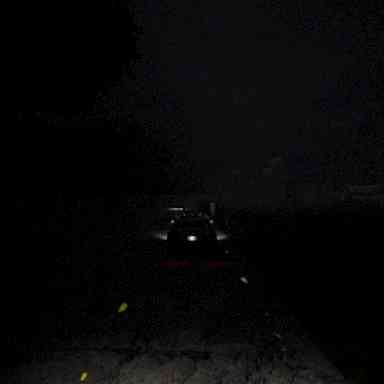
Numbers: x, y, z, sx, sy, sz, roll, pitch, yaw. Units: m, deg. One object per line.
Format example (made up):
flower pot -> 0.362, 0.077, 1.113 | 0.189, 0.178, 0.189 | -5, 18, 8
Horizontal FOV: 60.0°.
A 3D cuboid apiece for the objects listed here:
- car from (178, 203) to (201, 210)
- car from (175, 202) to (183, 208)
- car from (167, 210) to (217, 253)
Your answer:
car -> 0.011, 1.902, 29.112 | 1.895, 1.301, 4.718 | 0, -1, 0
car -> -2.726, 2.797, 70.968 | 1.895, 1.301, 4.718 | 0, -1, 0
car -> 0.006, 1.700, 14.290 | 1.994, 1.385, 4.181 | 0, -1, 0
